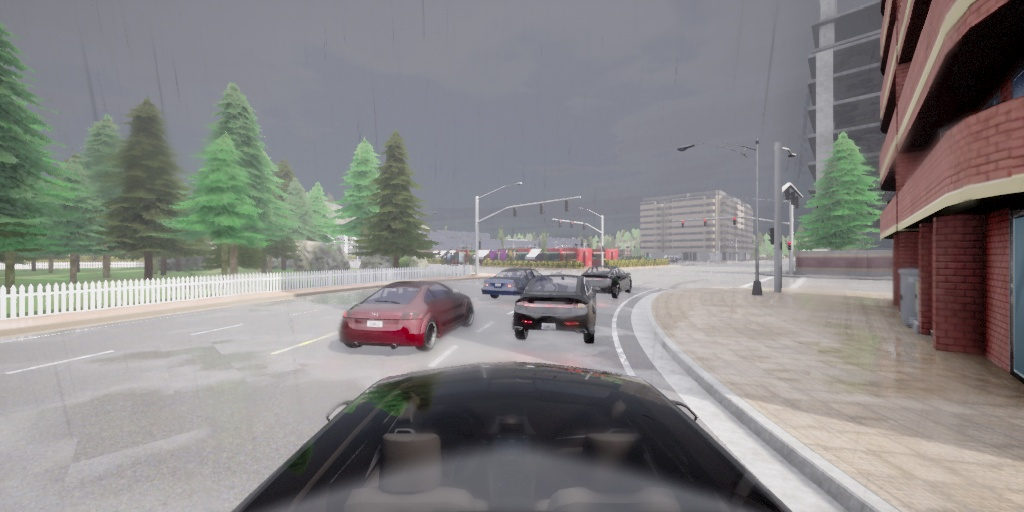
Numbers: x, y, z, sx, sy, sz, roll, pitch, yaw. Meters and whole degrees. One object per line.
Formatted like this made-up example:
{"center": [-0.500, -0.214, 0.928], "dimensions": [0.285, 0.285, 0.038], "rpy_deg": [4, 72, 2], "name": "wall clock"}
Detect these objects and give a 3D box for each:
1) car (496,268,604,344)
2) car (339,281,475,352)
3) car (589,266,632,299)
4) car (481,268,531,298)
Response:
{"center": [1.343, 1.242, 9.758], "dimensions": [2.128, 1.511, 4.902], "rpy_deg": [0, 0, 14], "name": "car"}
{"center": [-2.367, 1.314, 9.086], "dimensions": [1.994, 1.385, 4.181], "rpy_deg": [0, 0, 10], "name": "car"}
{"center": [4.834, 1.236, 18.319], "dimensions": [2.128, 1.511, 4.902], "rpy_deg": [1, 1, 29], "name": "car"}
{"center": [0.461, 1.297, 17.805], "dimensions": [2.033, 1.411, 5.357], "rpy_deg": [0, 0, 25], "name": "car"}
